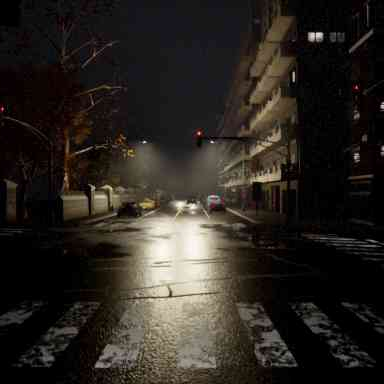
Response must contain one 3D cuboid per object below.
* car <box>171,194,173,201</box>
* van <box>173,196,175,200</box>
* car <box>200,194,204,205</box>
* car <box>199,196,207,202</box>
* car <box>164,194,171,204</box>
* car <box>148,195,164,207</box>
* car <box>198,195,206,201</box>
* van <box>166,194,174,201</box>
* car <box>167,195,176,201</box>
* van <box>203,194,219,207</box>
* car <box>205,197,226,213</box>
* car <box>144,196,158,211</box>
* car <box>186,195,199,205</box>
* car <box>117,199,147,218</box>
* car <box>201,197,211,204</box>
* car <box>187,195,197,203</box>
[{"bbox_3d":[-5.689,1.508,70.237,1.967,1.590,4.097,0,0,0],"label":"car"},{"bbox_3d":[-5.690,1.432,81.498,1.690,1.788,3.998,0,0,0],"label":"van"},{"bbox_3d":[2.692,1.480,53.347,1.967,1.590,4.097,0,0,0],"label":"car"},{"bbox_3d":[2.690,1.635,81.497,1.887,1.381,4.507,0,0,0],"label":"car"},{"bbox_3d":[-5.689,1.498,64.608,1.967,1.590,4.097,0,0,0],"label":"car"},{"bbox_3d":[-5.688,1.347,47.717,2.192,1.841,5.009,0,0,0],"label":"car"},{"bbox_3d":[2.690,1.544,87.127,1.967,1.590,4.097,0,0,0],"label":"car"},{"bbox_3d":[-5.690,1.445,87.127,1.690,1.788,3.998,0,0,0],"label":"van"},{"bbox_3d":[-5.690,1.669,92.757,2.008,1.369,4.403,0,0,0],"label":"car"},{"bbox_3d":[2.693,1.366,42.087,1.690,1.788,3.998,0,0,0],"label":"van"},{"bbox_3d":[2.692,1.564,36.456,1.887,1.381,4.507,0,0,0],"label":"car"},{"bbox_3d":[-5.688,1.550,41.917,1.752,1.417,4.829,0,0,0],"label":"car"},{"bbox_3d":[-0.001,1.597,59.542,2.033,1.411,5.357,0,0,0],"label":"car"},{"bbox_3d":[-5.688,1.580,30.825,1.947,1.339,4.313,0,0,0],"label":"car"},{"bbox_3d":[2.691,1.602,64.607,1.887,1.381,4.507,0,0,0],"label":"car"},{"bbox_3d":[0.000,1.444,69.961,1.837,1.490,4.892,0,0,0],"label":"car"}]
